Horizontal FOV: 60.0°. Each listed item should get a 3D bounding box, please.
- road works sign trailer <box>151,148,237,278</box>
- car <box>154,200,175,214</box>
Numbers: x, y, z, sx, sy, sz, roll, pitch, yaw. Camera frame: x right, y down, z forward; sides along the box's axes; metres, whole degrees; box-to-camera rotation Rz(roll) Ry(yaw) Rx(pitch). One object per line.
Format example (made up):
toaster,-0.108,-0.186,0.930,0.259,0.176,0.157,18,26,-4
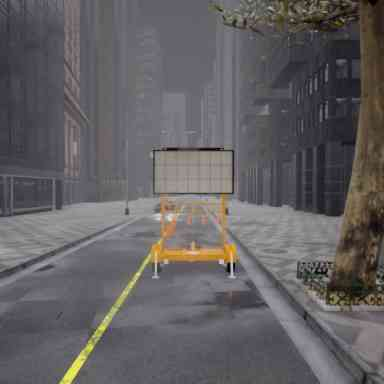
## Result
road works sign trailer,0.044,0.465,10.091,2.380,3.560,2.880,0,0,0
car,-2.892,1.602,35.895,1.994,1.385,4.181,0,0,0
